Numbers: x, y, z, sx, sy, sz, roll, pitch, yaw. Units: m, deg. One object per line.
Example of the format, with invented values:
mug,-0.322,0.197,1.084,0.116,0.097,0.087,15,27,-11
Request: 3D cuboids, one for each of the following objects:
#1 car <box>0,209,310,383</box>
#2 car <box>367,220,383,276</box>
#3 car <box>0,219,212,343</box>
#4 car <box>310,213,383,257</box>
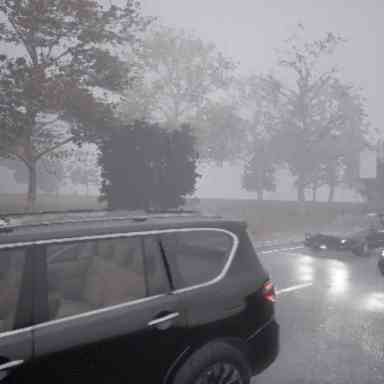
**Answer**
car,-1.648,1.227,2.830,5.566,2.045,2.150,0,0,-36
car,6.896,1.518,9.003,4.674,1.442,1.812,0,0,-36
car,-2.172,1.497,6.762,4.902,1.511,2.128,0,0,-36
car,6.749,1.545,13.215,5.357,1.411,2.033,0,0,-36
